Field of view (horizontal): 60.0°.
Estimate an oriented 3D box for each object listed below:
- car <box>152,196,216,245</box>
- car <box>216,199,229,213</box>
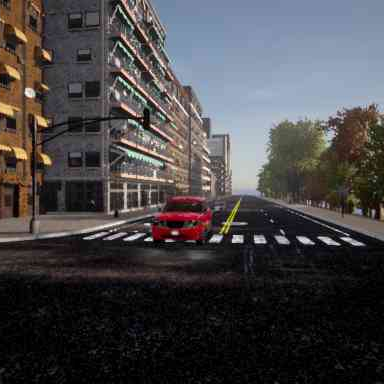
[{"bbox_3d":[-0.273,1.263,16.036,2.150,2.045,5.566,0,0,9],"label":"car"},{"bbox_3d":[3.081,1.502,37.385,2.128,1.511,4.902,0,0,9],"label":"car"}]
